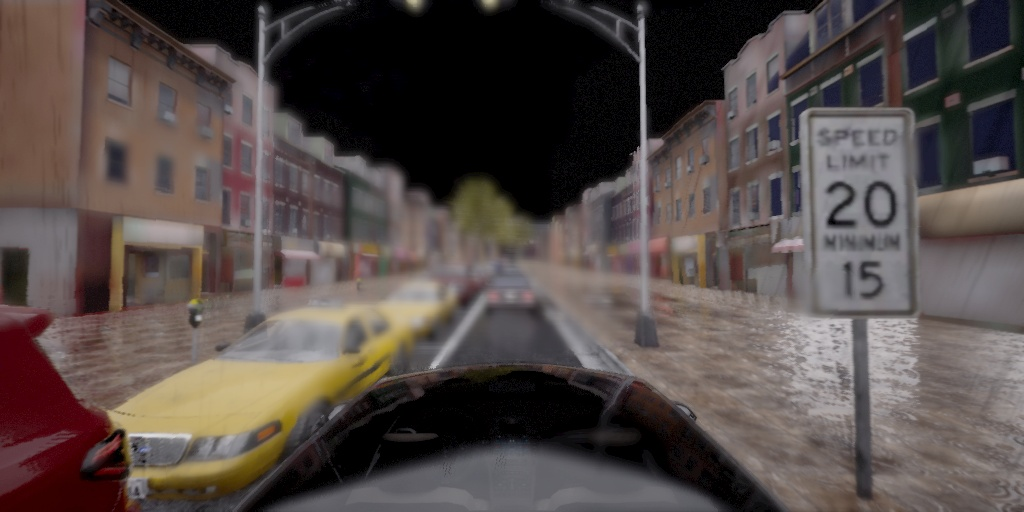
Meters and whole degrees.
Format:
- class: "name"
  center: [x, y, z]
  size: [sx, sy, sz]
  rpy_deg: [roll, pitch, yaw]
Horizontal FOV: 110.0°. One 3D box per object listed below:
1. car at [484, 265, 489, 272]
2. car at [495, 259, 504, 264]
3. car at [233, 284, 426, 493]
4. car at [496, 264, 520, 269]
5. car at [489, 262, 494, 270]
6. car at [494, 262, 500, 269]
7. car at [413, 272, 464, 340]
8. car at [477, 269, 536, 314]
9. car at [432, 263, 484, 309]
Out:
- class: "car"
  center: [-2.656, 1.416, 21.666]
  size: [1.967, 1.591, 4.097]
  rpy_deg: [0, 0, 0]
- class: "car"
  center: [-2.715, 1.713, 59.109]
  size: [1.882, 1.535, 5.008]
  rpy_deg: [0, 0, 0]
- class: "car"
  center: [-2.682, 1.322, 4.888]
  size: [1.751, 1.417, 4.829]
  rpy_deg: [0, 0, 0]
- class: "car"
  center: [0.000, 1.587, 29.428]
  size: [2.033, 1.411, 5.357]
  rpy_deg: [0, 0, 0]
- class: "car"
  center: [-2.648, 1.468, 27.204]
  size: [1.967, 1.591, 4.097]
  rpy_deg: [0, 0, 0]
- class: "car"
  center: [-2.631, 1.668, 38.277]
  size: [2.007, 1.370, 4.403]
  rpy_deg: [0, 0, 0]
- class: "car"
  center: [-2.673, 1.384, 10.423]
  size: [1.751, 1.417, 4.829]
  rpy_deg: [0, 0, 0]
- class: "car"
  center: [-0.022, 1.440, 14.438]
  size: [2.033, 1.411, 5.357]
  rpy_deg: [0, -1, 0]
- class: "car"
  center: [-2.665, 1.234, 16.129]
  size: [2.192, 1.841, 5.009]
  rpy_deg: [0, 0, 0]
